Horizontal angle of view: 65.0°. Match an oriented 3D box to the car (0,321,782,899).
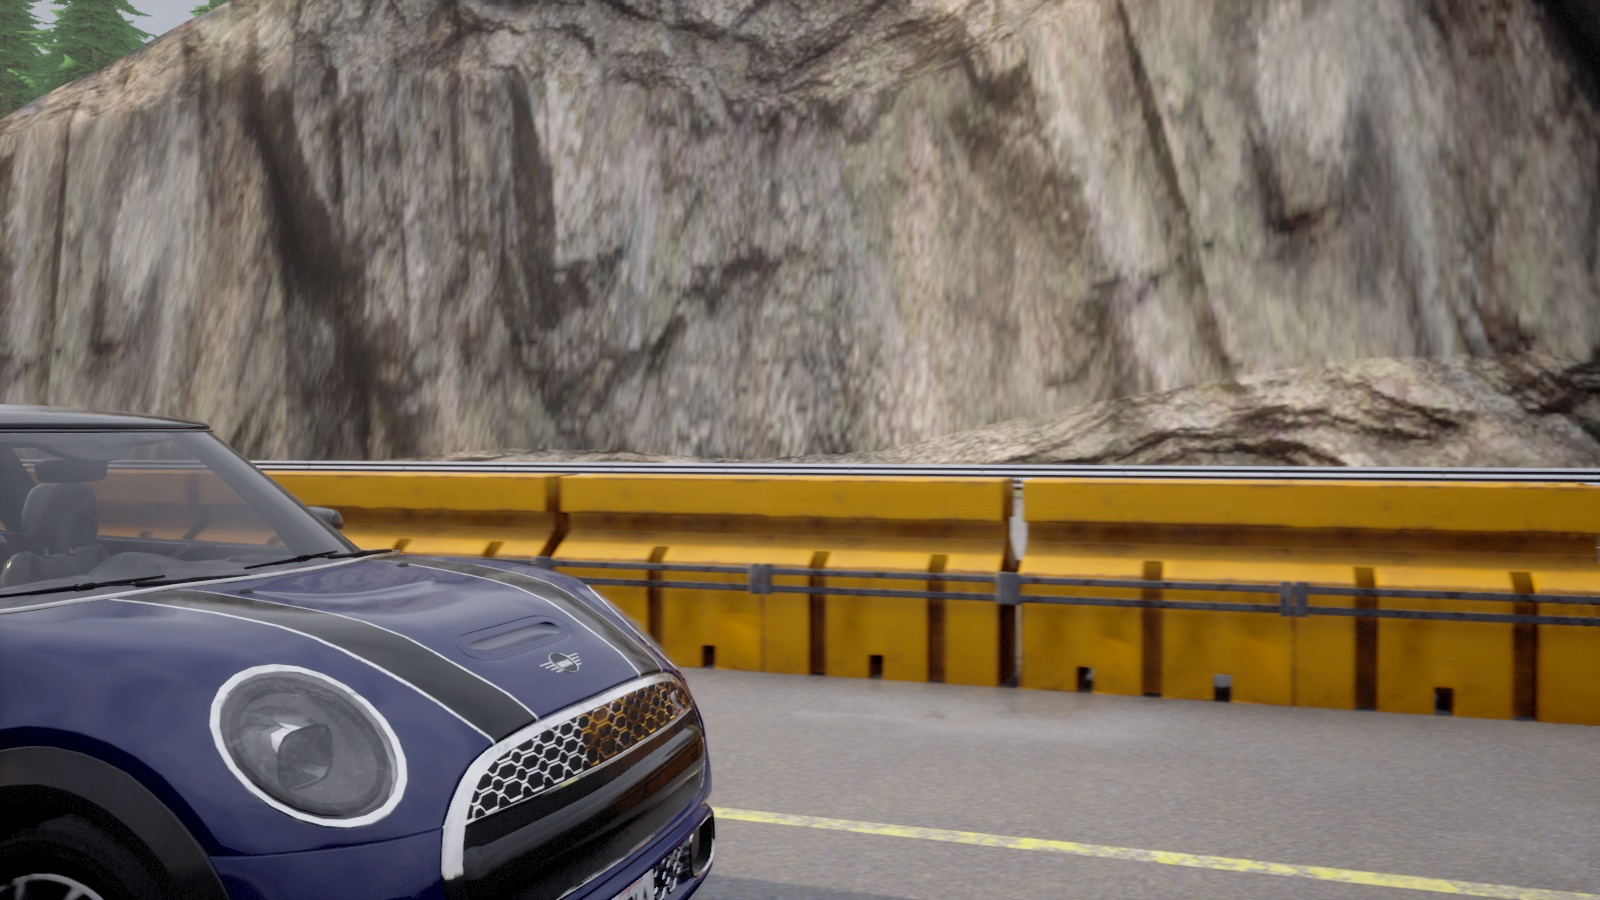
[{"bbox_3d":[-2.556,0.611,4.050,4.553,1.767,2.097,1,1,19],"label":"car"}]
